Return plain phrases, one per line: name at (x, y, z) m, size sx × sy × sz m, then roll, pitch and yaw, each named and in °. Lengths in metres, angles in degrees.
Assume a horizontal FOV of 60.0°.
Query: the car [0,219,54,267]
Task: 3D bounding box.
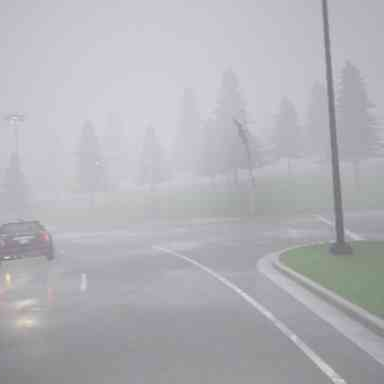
car at (-7.404, 1.951, 14.218) m, size 2.097 × 1.767 × 4.553 m, roll -4°, pitch 0°, yaw -33°
